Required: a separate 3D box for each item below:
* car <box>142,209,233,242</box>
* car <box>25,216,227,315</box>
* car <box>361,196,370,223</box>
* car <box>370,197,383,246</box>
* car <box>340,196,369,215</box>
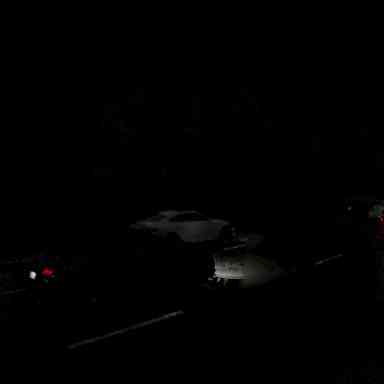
[{"bbox_3d":[-0.380,1.404,13.176,4.674,1.442,1.812,-1,1,-43],"label":"car"},{"bbox_3d":[-1.469,1.512,7.588,4.181,1.385,1.994,-1,1,-39],"label":"car"},{"bbox_3d":[12.464,1.151,20.669,4.674,1.442,1.812,-1,1,-44],"label":"car"},{"bbox_3d":[8.761,0.981,12.191,5.566,2.045,2.150,-1,1,-44],"label":"car"},{"bbox_3d":[13.601,1.028,26.664,5.008,1.535,1.882,-1,1,-44],"label":"car"}]
